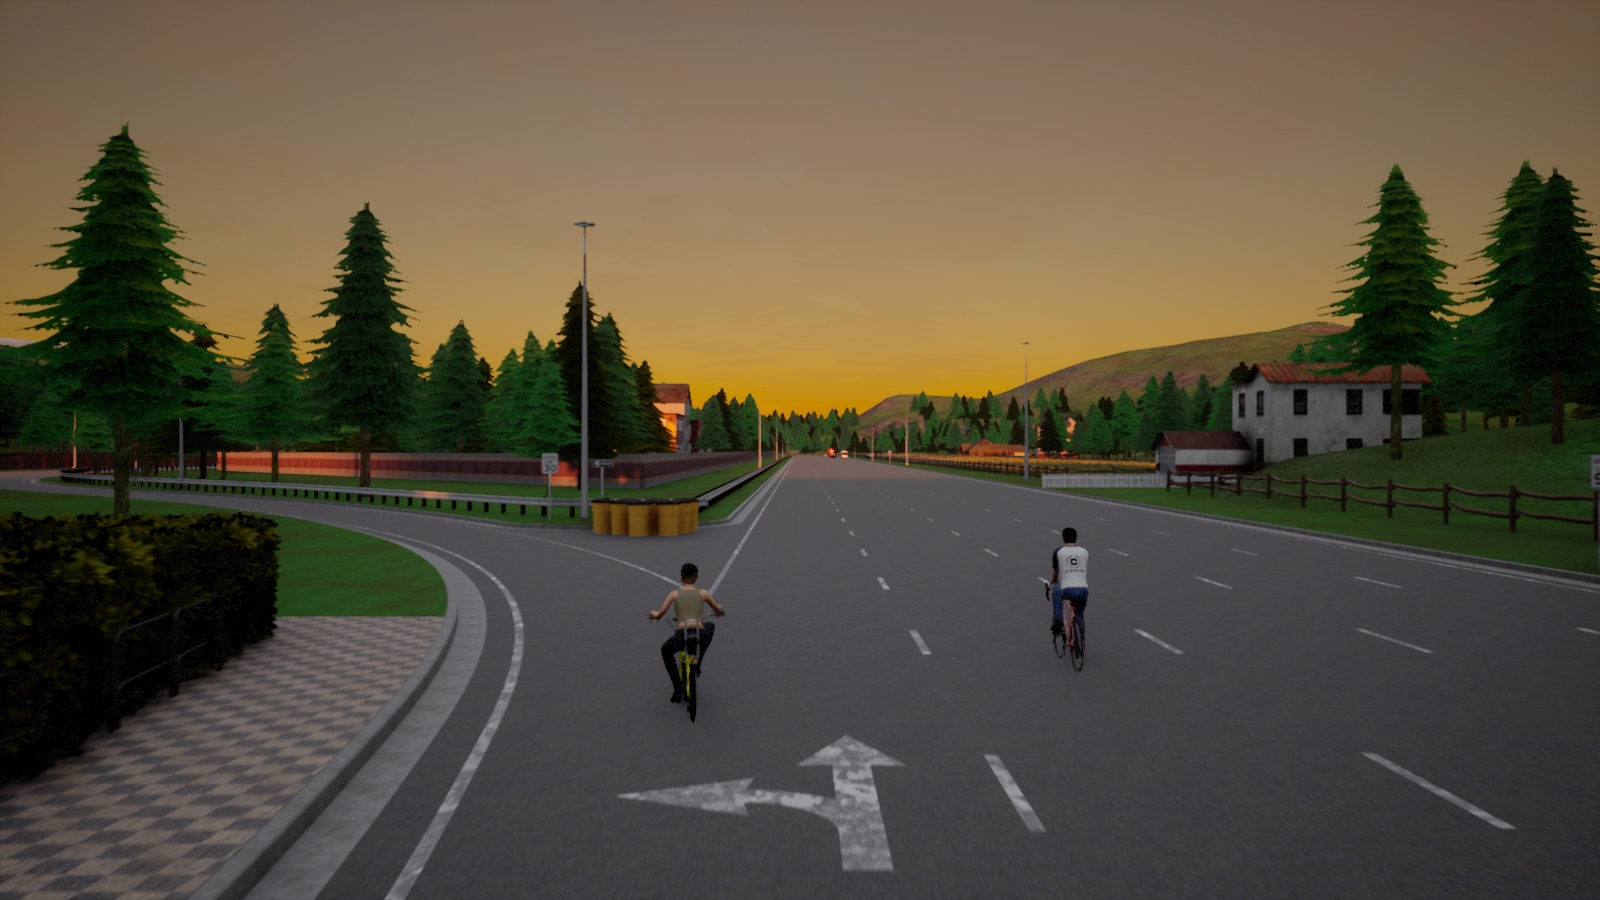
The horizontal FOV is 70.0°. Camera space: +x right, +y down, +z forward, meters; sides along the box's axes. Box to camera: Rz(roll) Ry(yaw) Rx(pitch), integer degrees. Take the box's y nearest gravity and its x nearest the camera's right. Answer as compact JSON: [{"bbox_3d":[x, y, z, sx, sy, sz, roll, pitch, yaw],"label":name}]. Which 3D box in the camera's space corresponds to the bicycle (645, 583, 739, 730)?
[{"bbox_3d":[-1.186,2.161,12.232,0.859,1.276,1.487,-1,0,-10],"label":"bicycle"}]

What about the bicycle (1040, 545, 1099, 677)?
[{"bbox_3d":[3.503,2.060,14.939,0.373,1.496,1.643,0,0,0],"label":"bicycle"}]
